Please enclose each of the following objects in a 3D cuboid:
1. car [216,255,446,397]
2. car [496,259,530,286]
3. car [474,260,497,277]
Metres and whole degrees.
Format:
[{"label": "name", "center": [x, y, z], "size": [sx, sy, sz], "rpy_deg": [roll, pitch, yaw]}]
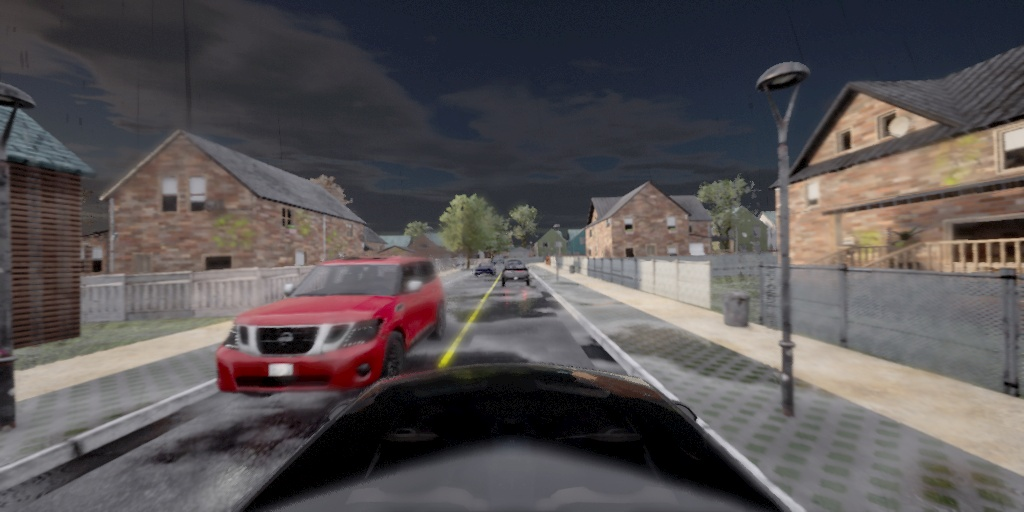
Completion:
[{"label": "car", "center": [-2.776, 1.015, 7.081], "size": [2.150, 2.045, 5.566], "rpy_deg": [-1, 0, 0]}, {"label": "car", "center": [0.249, 1.176, 24.745], "size": [2.128, 1.511, 4.902], "rpy_deg": [-1, 0, 0]}, {"label": "car", "center": [-2.536, 1.320, 34.939], "size": [1.895, 1.301, 4.718], "rpy_deg": [-1, 0, 0]}]
